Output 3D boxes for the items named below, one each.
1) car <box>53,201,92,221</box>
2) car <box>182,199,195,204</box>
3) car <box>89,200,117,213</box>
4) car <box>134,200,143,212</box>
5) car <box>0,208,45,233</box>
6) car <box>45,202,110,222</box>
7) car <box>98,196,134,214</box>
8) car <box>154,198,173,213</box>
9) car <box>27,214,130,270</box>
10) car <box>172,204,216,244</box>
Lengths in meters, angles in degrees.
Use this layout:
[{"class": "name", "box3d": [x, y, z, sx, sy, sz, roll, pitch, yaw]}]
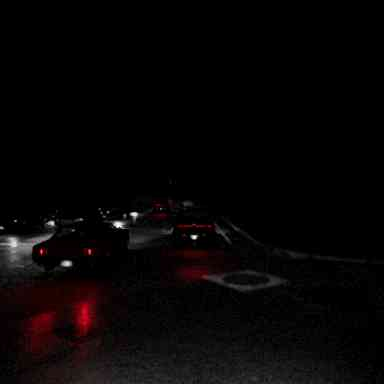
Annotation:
[{"class": "car", "box3d": [-10.676, 1.660, 30.089, 1.837, 1.490, 4.892, 0, 0, -1]}, {"class": "car", "box3d": [-0.548, 1.787, 51.071, 1.812, 1.442, 4.674, 0, 0, -2]}, {"class": "car", "box3d": [-10.790, 1.756, 40.657, 2.033, 1.411, 5.357, 0, 0, -1]}, {"class": "car", "box3d": [-7.303, 1.760, 41.462, 2.033, 1.411, 5.357, 0, 0, -1]}, {"class": "car", "box3d": [-10.615, 1.708, 20.780, 1.895, 1.301, 4.718, 0, 0, 0]}, {"class": "car", "box3d": [-7.106, 1.601, 21.269, 2.128, 1.511, 4.902, 0, 0, 1]}, {"class": "car", "box3d": [-7.184, 1.382, 31.130, 2.150, 2.045, 5.566, 0, 0, 0]}, {"class": "car", "box3d": [-3.661, 1.714, 41.002, 1.837, 1.490, 4.892, 0, 0, -1]}, {"class": "car", "box3d": [-3.399, 1.659, 11.238, 1.895, 1.301, 4.718, 0, 0, 0]}, {"class": "car", "box3d": [0.095, 1.590, 16.142, 1.837, 1.490, 4.892, 0, 0, 0]}]
